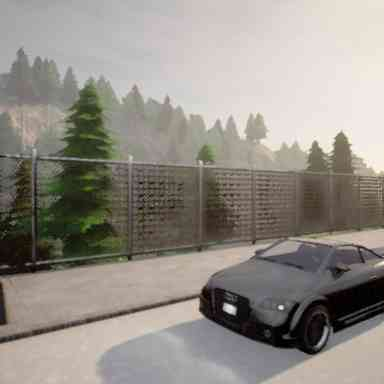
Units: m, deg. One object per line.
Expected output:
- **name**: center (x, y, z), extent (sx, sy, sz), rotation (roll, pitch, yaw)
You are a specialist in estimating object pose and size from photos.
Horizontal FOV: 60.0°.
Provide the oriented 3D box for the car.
- **car**: center (2.181, 1.571, 6.155), extent (4.181, 1.385, 1.994), rotation (0, 0, -36)
